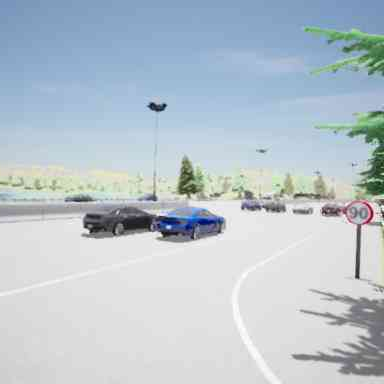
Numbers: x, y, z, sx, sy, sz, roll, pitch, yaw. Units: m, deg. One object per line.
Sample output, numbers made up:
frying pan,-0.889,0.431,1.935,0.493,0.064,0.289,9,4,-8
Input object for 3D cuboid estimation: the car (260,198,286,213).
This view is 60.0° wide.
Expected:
car,11.338,1.961,44.960,2.128,1.511,4.902,2,0,29

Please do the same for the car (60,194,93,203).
car,-16.015,1.025,46.462,2.128,1.511,4.902,2,0,30

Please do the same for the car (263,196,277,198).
car,13.216,1.762,55.419,2.150,2.045,5.566,2,0,29

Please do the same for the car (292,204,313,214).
car,14.517,2.179,43.480,1.895,1.301,4.718,2,0,29

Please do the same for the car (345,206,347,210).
car,22.257,2.448,50.104,1.895,1.301,4.718,2,0,29

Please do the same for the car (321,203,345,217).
car,17.182,2.146,40.977,1.882,1.535,5.008,2,0,30

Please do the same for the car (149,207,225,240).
car,0.120,1.547,17.678,1.882,1.535,5.008,2,0,29

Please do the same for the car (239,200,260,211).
car,8.252,1.891,46.613,1.812,1.442,4.674,2,0,29

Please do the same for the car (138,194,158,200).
car,-7.948,1.060,60.610,1.812,1.442,4.674,2,0,29

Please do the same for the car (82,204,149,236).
car,-3.686,1.444,18.047,1.837,1.490,4.892,2,0,29
